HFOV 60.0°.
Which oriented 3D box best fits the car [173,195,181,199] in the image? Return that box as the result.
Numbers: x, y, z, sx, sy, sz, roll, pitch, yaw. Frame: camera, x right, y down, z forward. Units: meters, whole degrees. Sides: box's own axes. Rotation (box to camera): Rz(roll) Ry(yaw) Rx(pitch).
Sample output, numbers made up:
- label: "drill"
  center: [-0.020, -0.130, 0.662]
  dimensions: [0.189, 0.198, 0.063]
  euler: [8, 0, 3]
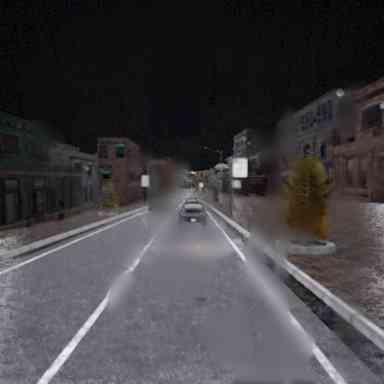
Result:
- label: "car"
  center: [-3.461, 1.321, 77.660]
  dimensions: [1.812, 1.442, 4.674]
  euler: [0, 0, 0]

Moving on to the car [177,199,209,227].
- label: "car"
  center: [0.076, 1.458, 22.545]
  dimensions: [1.837, 1.490, 4.892]
  euler: [0, 0, 0]

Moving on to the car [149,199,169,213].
- label: "car"
  center: [-3.576, 1.484, 36.679]
  dimensions: [2.033, 1.411, 5.357]
  euler: [0, 0, 0]
